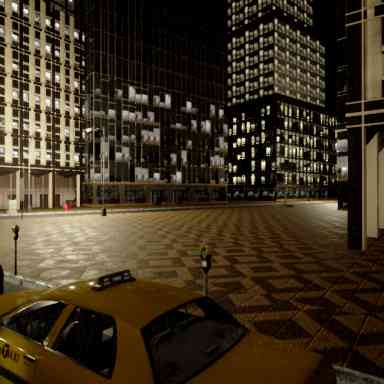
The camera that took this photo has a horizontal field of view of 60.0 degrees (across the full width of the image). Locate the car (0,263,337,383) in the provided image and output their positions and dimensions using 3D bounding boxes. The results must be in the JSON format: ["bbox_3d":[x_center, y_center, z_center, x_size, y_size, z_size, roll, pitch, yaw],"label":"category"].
[{"bbox_3d":[-1.017,1.525,3.599,4.829,1.417,1.752,0,0,35],"label":"car"}]
